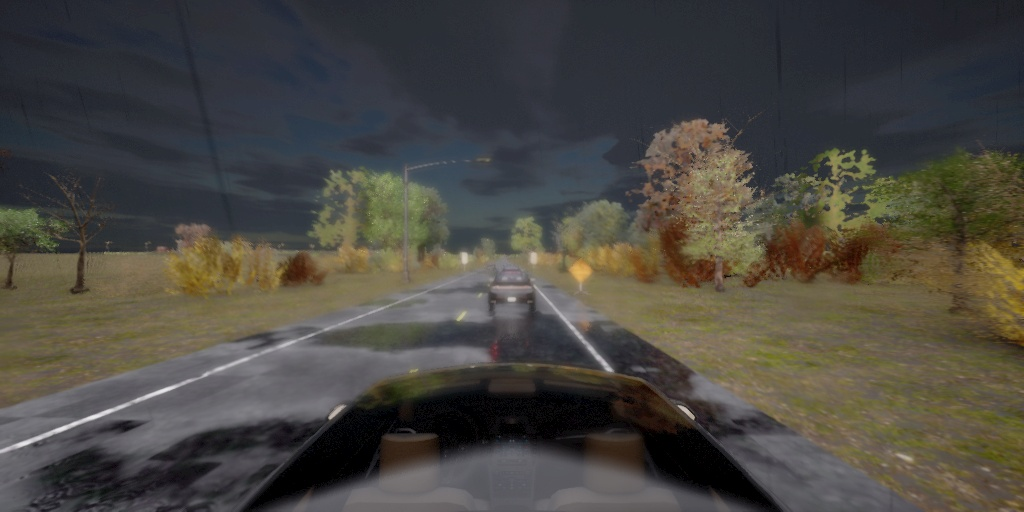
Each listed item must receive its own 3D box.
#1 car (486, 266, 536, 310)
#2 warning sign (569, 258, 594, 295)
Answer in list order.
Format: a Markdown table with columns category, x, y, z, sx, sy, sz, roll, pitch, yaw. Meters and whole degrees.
| category | x | y | z | sx | sy | sz | roll | pitch | yaw |
| --- | --- | --- | --- | --- | --- | --- | --- | --- | --- |
| car | 0.009 | 1.375 | 15.360 | 2.128 | 1.511 | 4.902 | 0 | 0 | 0 |
| warning sign | 3.527 | 1.027 | 18.453 | 1.300 | 1.860 | 1.060 | 0 | 0 | 0 |
